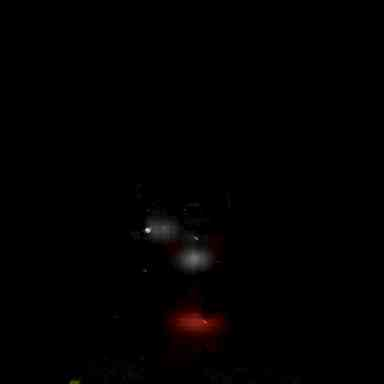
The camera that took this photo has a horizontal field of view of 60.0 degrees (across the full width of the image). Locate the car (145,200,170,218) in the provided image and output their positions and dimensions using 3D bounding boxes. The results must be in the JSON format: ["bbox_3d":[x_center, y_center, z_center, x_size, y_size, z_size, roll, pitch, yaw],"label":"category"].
[{"bbox_3d":[-2.838,1.416,28.448,1.812,1.442,4.674,0,0,0],"label":"car"}]

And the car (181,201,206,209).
[{"bbox_3d":[0.083,1.426,26.153,1.812,1.442,4.674,0,0,0],"label":"car"}]

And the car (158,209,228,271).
[{"bbox_3d":[0.080,1.463,10.720,1.837,1.490,4.892,0,-1,0],"label":"car"}]
